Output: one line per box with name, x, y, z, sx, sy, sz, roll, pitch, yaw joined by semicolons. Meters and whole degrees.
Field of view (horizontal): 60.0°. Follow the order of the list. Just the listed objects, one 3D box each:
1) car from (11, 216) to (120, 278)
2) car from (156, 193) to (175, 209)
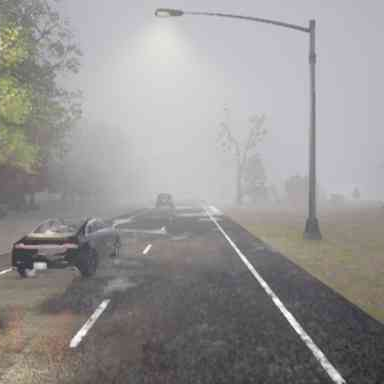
car;-3.502;1.487;10.097;2.128;1.511;4.902;0;0;0
car;-3.515;1.181;44.181;2.150;2.045;5.566;0;0;0
